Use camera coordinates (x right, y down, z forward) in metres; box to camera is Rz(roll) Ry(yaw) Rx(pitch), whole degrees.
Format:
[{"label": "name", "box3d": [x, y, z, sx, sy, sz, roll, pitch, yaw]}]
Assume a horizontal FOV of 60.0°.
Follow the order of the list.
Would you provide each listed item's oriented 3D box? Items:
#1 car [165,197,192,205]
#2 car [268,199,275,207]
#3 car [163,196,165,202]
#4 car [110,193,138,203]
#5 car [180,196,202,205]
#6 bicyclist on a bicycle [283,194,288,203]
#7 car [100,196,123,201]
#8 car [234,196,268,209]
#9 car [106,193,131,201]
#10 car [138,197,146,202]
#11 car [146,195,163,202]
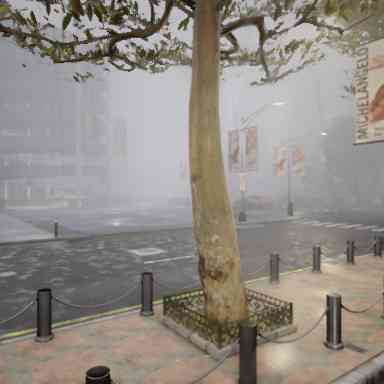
[{"label": "car", "box3d": [-2.008, 1.533, 58.585, 2.033, 1.411, 5.357, 0, 0, -39]}, {"label": "car", "box3d": [9.854, 1.336, 48.310, 2.097, 1.767, 4.553, 0, 0, -36]}, {"label": "car", "box3d": [-8.333, 1.508, 77.525, 4.902, 1.511, 2.128, 0, 0, 26]}, {"label": "car", "box3d": [-14.460, 1.513, 68.869, 5.357, 1.411, 2.033, 0, 0, 26]}, {"label": "car", "box3d": [-0.243, 1.548, 61.748, 1.994, 1.385, 4.181, 0, 0, -40]}, {"label": "bicyclist on a bicycle", "box3d": [17.569, 1.278, 62.357, 1.656, 1.620, 0.582, 0, 0, -36]}, {"label": "car", "box3d": [-18.822, 1.531, 77.848, 4.718, 1.301, 1.895, 0, 0, 11]}, {"label": "car", "box3d": [7.668, 1.511, 45.350, 1.812, 1.442, 4.674, 0, 0, -36]}, {"label": "car", "box3d": [-17.890, 1.151, 81.222, 5.566, 2.045, 2.150, 0, 0, 11]}, {"label": "car", "box3d": [-13.071, 1.441, 72.080, 5.008, 1.535, 1.882, 0, 0, 26]}, {"label": "car", "box3d": [-9.545, 1.508, 74.225, 4.674, 1.442, 1.812, 0, 0, 26]}]
